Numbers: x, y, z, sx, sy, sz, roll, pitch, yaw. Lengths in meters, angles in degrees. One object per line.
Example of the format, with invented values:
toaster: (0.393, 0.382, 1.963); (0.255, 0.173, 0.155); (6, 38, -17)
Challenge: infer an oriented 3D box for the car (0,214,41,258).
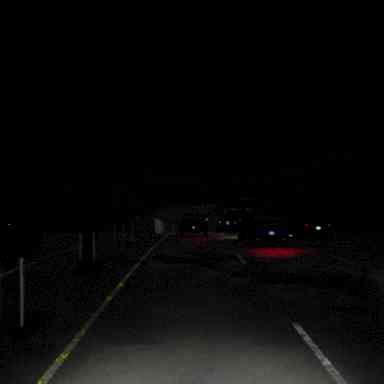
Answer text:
car: (-7.098, 1.649, 11.342); (2.033, 1.411, 5.357); (0, -2, 0)

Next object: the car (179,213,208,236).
car: (0.100, 2.259, 23.298); (1.882, 1.535, 5.008); (0, -4, 0)

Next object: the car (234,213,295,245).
car: (3.600, 1.855, 17.518); (1.882, 1.535, 5.008); (0, -3, 0)

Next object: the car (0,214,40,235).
car: (-14.090, 2.543, 26.276); (1.837, 1.490, 4.892); (0, -5, 0)

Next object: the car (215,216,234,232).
car: (3.599, 3.439, 35.651); (2.097, 1.767, 4.553); (0, -7, 0)

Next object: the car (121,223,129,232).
car: (-10.505, 5.973, 55.538); (1.882, 1.535, 5.008); (0, -7, 0)

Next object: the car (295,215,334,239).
car: (7.099, 2.144, 20.688); (1.994, 1.385, 4.181); (0, -4, 0)
